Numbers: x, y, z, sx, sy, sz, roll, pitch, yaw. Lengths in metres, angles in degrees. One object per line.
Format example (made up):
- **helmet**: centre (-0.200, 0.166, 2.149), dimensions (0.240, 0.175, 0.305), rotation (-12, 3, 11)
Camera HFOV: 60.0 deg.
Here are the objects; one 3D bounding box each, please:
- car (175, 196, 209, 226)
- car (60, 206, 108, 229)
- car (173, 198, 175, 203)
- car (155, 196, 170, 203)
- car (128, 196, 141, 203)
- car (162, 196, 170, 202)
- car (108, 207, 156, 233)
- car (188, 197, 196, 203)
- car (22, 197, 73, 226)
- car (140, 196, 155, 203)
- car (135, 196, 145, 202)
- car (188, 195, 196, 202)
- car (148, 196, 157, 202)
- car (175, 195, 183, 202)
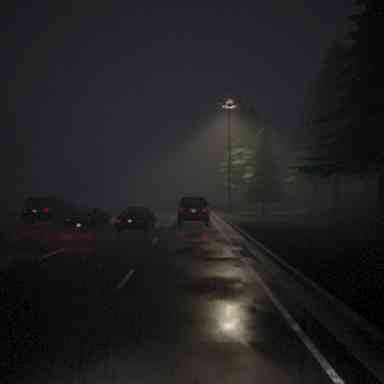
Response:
- **car**: centre (0.102, 1.357, 24.759), dimensions (2.150, 2.045, 5.566), rotation (0, 0, 0)
- **car**: centre (-6.898, 1.722, 22.476), dimensions (1.895, 1.301, 4.718), rotation (0, 0, 0)
- **car**: centre (-3.497, 1.968, 79.245), dimensions (2.033, 1.411, 5.357), rotation (0, 0, 0)
- **car**: centre (-6.997, 1.967, 79.245), dimensions (2.033, 1.411, 5.357), rotation (0, 0, 0)
- **car**: centre (-13.997, 1.946, 79.696), dimensions (1.812, 1.442, 4.674), rotation (0, 0, 0)
- **car**: centre (-6.997, 1.871, 89.697), dimensions (1.882, 1.535, 5.008), rotation (0, 0, 0)
- **car**: centre (-3.397, 1.660, 20.671), dimensions (2.033, 1.411, 5.357), rotation (0, 0, 0)
- **car**: centre (0.003, 1.983, 80.015), dimensions (1.994, 1.385, 4.181), rotation (0, 0, 0)
- **car**: centre (-10.398, 1.356, 24.654), dimensions (2.150, 2.045, 5.566), rotation (0, 0, 0)
- **car**: centre (-10.497, 1.946, 79.696), dimensions (1.812, 1.442, 4.674), rotation (0, 0, 0)
- **car**: centre (-13.997, 1.890, 89.280), dimensions (1.837, 1.490, 4.892), rotation (0, 0, 0)
- **car**: centre (0.003, 1.748, 89.667), dimensions (2.097, 1.767, 4.553), rotation (0, 0, 0)
- **car**: centre (-10.497, 1.893, 89.697), dimensions (1.837, 1.490, 4.892), rotation (0, 0, 0)
- **car**: centre (-3.497, 1.748, 89.667), dimensions (2.097, 1.767, 4.553), rotation (0, 0, 0)
